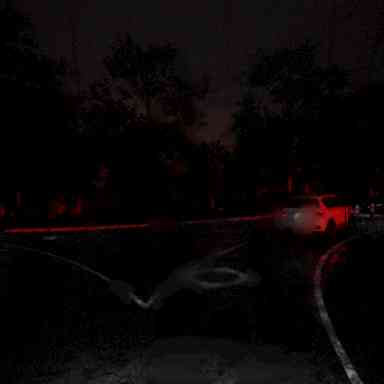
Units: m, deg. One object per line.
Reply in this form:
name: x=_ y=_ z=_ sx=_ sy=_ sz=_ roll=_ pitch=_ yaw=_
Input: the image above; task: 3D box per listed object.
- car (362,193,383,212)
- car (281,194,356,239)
car: x=16.344 y=0.826 z=27.509 sx=4.892 sy=1.490 sz=1.837 roll=-4 pitch=2 yaw=-22
car: x=6.538 y=1.098 z=16.990 sx=2.150 sy=2.045 sz=5.566 roll=-1 pitch=1 yaw=41
